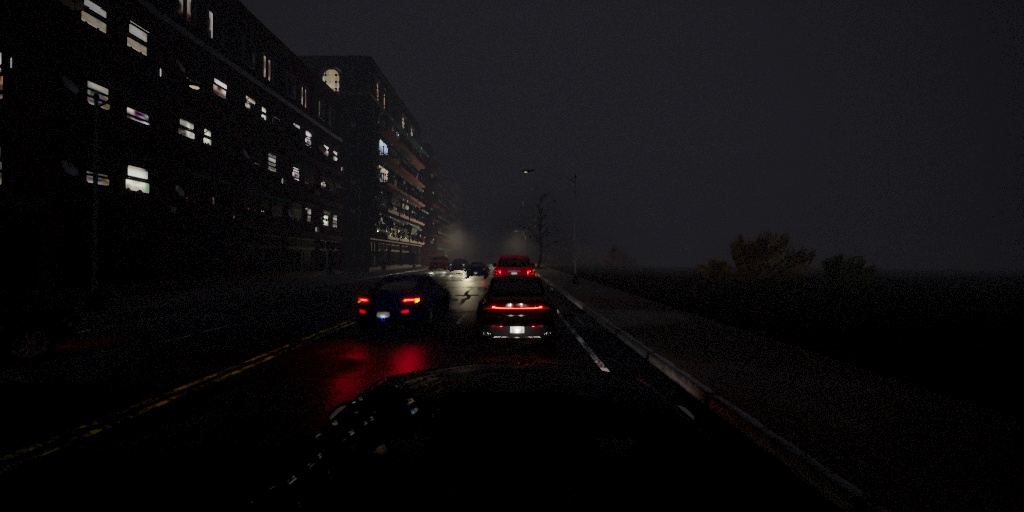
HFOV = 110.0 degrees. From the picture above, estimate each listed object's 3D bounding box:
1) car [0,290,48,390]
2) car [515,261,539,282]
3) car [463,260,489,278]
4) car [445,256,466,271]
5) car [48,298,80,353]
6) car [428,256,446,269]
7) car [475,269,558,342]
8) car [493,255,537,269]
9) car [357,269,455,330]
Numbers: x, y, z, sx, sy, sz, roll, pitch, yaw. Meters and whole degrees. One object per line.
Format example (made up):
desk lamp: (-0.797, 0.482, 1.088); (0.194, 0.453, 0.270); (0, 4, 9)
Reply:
car: (-6.600, 0.971, 1.464); (2.150, 2.045, 5.566); (0, 0, 0)
car: (1.157, 1.209, 30.482); (1.801, 1.575, 5.366); (0, 0, 0)
car: (-3.131, 1.279, 33.251); (1.812, 1.442, 4.674); (0, 0, 0)
car: (-6.570, 1.105, 44.919); (2.097, 1.767, 4.553); (0, 0, 0)
car: (-9.847, 1.255, 5.272); (1.837, 1.490, 4.892); (0, 0, 0)
car: (-9.817, 0.974, 48.764); (2.150, 2.045, 5.566); (0, 0, 0)
car: (0.107, 1.256, 9.727); (1.837, 1.490, 4.892); (0, 0, 0)
car: (0.112, 0.975, 20.074); (2.150, 2.045, 5.566); (0, 0, 0)
car: (-3.144, 1.278, 11.055); (1.812, 1.442, 4.674); (0, 0, 0)
